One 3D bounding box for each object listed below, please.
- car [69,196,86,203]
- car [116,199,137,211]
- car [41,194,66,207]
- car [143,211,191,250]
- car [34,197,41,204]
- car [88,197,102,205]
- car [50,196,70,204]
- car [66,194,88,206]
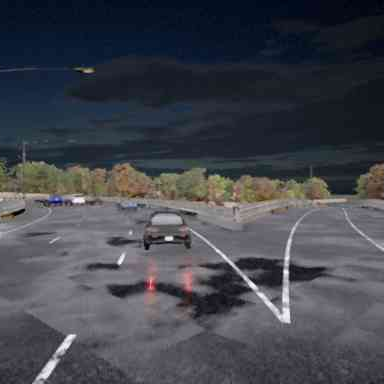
[{"bbox_3d":[-23.734,1.528,68.841,1.994,1.385,4.181,0,0,-40],"label":"car"},{"bbox_3d":[-8.120,1.601,41.254,2.033,1.411,5.357,0,0,-22],"label":"car"},{"bbox_3d":[-23.470,1.362,56.221,2.150,2.045,5.566,0,0,-34],"label":"car"},{"bbox_3d":[-1.137,1.540,14.437,1.812,1.442,4.674,0,0,-7],"label":"car"},{"bbox_3d":[-28.815,1.581,63.971,1.895,1.301,4.718,0,0,-40],"label":"car"},{"bbox_3d":[-17.893,1.615,60.480,1.837,1.490,4.892,0,0,-34],"label":"car"},{"bbox_3d":[-26.521,1.531,66.723,2.033,1.411,5.357,0,0,-40],"label":"car"},{"bbox_3d":[-20.396,1.345,57.931,2.150,2.045,5.566,0,0,-34],"label":"car"}]
